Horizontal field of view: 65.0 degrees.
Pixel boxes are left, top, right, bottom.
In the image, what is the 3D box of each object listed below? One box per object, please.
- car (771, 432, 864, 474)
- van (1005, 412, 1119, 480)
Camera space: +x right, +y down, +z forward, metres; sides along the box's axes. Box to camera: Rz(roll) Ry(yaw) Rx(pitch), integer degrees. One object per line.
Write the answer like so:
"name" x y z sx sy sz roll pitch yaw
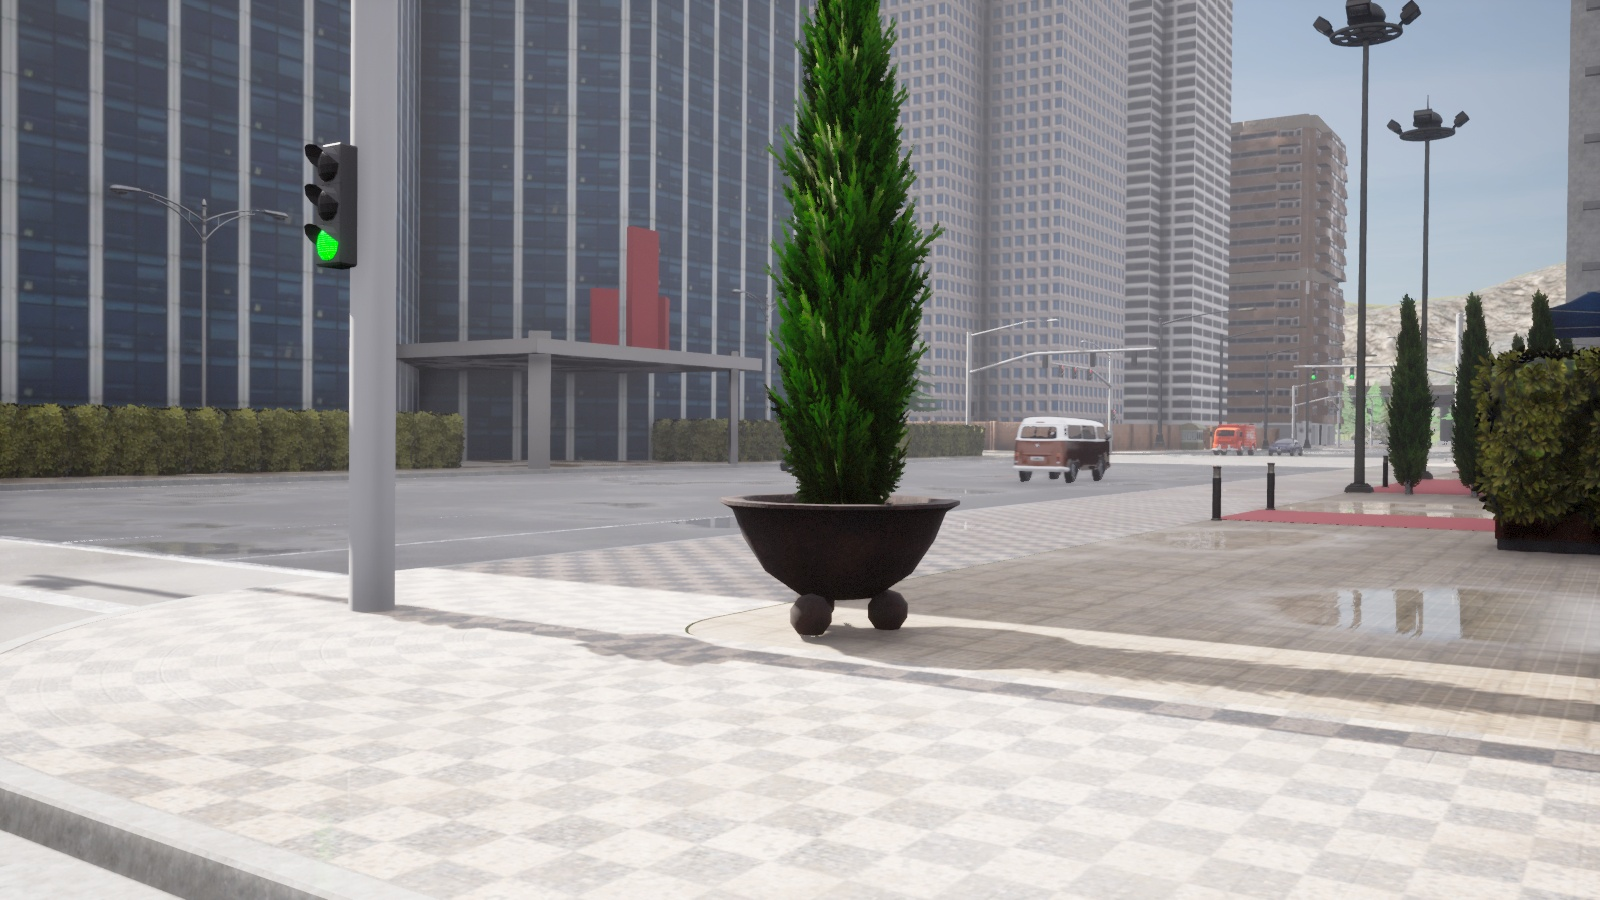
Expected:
"car" 0.702 0.091 47.487 1.845 1.501 3.633 0 1 33
"van" 8.428 -0.169 40.104 2.069 2.038 4.480 0 1 33
